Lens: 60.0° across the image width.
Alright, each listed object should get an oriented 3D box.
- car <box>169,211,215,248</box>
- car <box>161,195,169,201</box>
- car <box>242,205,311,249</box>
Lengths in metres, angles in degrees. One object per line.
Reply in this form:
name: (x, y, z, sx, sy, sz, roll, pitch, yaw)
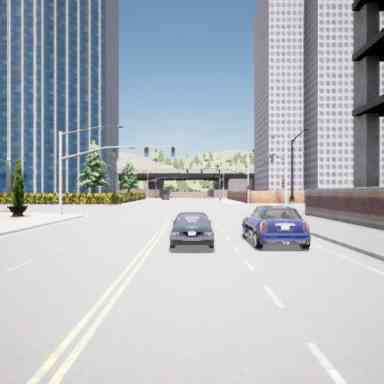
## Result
car: (0.000, 1.562, 14.650, 2.033, 1.411, 5.357, 0, 0, 0)
car: (-7.000, 1.493, 87.745, 1.837, 1.490, 4.892, 0, 0, 0)
car: (3.500, 1.365, 14.620, 2.097, 1.767, 4.553, 0, 0, 0)
